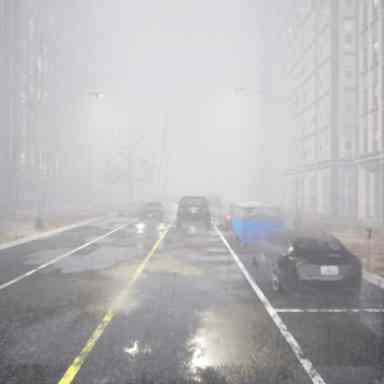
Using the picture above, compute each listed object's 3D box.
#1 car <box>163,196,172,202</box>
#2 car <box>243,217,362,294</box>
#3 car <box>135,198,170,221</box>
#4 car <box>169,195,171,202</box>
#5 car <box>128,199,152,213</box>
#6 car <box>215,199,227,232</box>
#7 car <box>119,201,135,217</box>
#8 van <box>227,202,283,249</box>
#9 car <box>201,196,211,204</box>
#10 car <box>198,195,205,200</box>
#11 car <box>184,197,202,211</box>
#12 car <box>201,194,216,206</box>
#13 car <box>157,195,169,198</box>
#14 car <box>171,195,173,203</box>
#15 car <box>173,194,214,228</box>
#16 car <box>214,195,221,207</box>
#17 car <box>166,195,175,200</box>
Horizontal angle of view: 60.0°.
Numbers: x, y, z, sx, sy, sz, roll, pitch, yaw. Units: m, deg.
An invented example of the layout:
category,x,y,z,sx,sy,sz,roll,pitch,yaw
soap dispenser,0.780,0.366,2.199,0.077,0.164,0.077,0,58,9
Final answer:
category,x,y,z,sx,sy,sz,roll,pitch,yaw
car,-5.691,1.539,76.910,1.802,1.307,4.206,0,0,0
car,2.693,1.568,8.592,1.947,1.339,4.313,0,0,0
car,-3.101,1.476,26.986,1.882,1.535,5.008,0,0,0
car,-5.691,1.537,65.527,1.947,1.339,4.313,0,0,0
car,-5.690,1.544,37.065,2.008,1.369,4.403,0,0,0
car,2.692,1.441,19.978,1.967,1.590,4.097,0,0,0
car,-5.689,1.522,31.202,1.752,1.417,4.829,0,0,0
van,2.693,1.343,14.286,1.690,1.788,3.998,0,0,0
car,2.690,1.496,65.684,1.752,1.417,4.829,0,0,0
car,2.688,1.500,93.976,1.947,1.339,4.313,0,0,0
car,0.098,1.481,41.797,2.128,1.511,4.902,0,0,0
car,2.691,1.297,54.131,2.192,1.841,5.009,0,0,0
car,-5.691,1.528,59.834,2.008,1.369,4.403,0,0,0
car,-3.010,1.316,67.394,2.097,1.767,4.553,0,0,0
car,0.109,1.223,22.391,2.150,2.045,5.566,0,0,0
car,2.692,1.305,42.746,2.192,1.841,5.009,0,0,0
car,-5.693,1.493,88.296,2.008,1.369,4.403,0,0,0
